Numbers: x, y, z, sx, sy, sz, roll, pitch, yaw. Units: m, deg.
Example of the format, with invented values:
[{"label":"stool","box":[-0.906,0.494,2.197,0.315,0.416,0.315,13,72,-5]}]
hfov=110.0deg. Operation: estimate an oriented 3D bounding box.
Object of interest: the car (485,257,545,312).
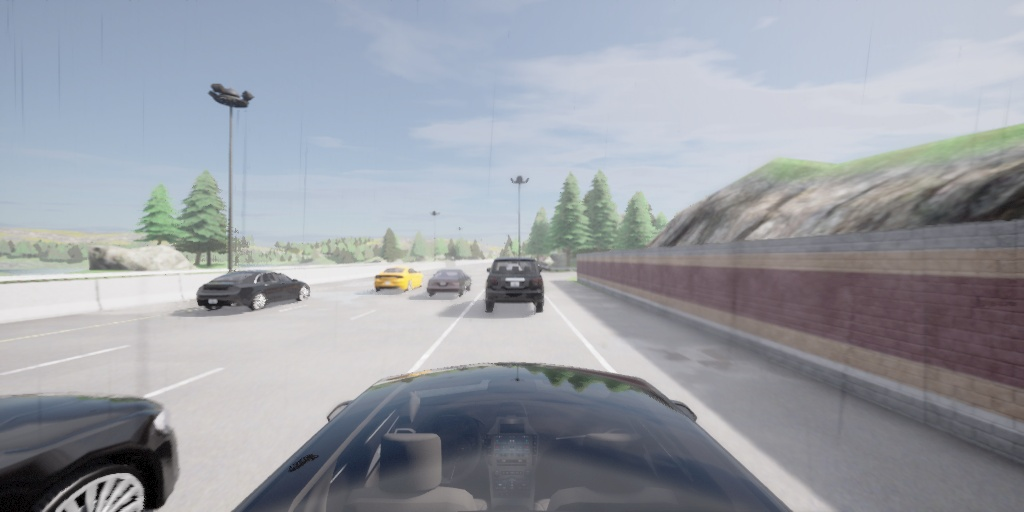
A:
[{"label":"car","box":[0.101,1.067,14.835,2.150,2.045,5.566,0,0,0]}]

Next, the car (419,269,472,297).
[{"label":"car","box":[-3.399,1.432,20.093,2.033,1.411,5.357,0,0,0]}]

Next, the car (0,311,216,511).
[{"label":"car","box":[-3.399,1.234,0.660,2.128,1.511,4.902,0,0,0]}]

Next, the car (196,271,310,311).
[{"label":"car","box":[-10.401,1.352,14.891,1.837,1.490,4.892,0,0,0]}]

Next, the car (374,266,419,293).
[{"label":"car","box":[-6.899,1.379,22.359,1.882,1.535,5.008,0,0,0]}]
